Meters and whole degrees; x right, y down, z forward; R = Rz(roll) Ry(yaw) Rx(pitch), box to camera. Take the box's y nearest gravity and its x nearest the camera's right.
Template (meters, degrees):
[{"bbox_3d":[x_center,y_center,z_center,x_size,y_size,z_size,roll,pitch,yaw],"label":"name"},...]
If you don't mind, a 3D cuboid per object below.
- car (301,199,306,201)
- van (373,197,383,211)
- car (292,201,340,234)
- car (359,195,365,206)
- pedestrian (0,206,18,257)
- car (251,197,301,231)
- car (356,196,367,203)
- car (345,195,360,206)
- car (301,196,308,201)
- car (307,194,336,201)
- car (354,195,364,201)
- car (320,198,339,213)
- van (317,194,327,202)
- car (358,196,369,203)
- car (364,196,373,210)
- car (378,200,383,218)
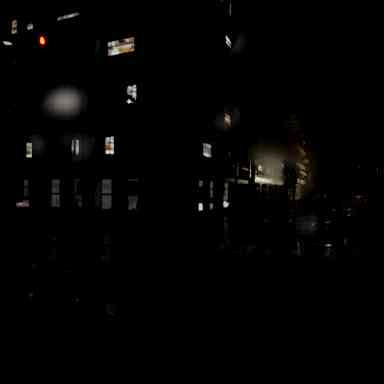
[{"bbox_3d":[7.380,1.499,25.621,1.887,1.381,4.507,1,0,24],"label":"car"},{"bbox_3d":[19.115,1.372,32.530,1.690,1.788,3.998,1,0,24],"label":"van"},{"bbox_3d":[7.341,1.489,19.400,1.837,1.490,4.892,1,0,26],"label":"car"},{"bbox_3d":[28.194,1.566,52.798,2.008,1.369,4.403,1,0,24],"label":"car"},{"bbox_3d":[-6.436,1.323,11.577,0.375,1.860,0.375,1,1,25],"label":"pedestrian"},{"bbox_3d":[5.112,1.272,20.553,2.192,1.841,5.009,1,0,24],"label":"car"},{"bbox_3d":[37.277,1.537,73.064,1.887,1.381,4.507,1,0,24],"label":"car"},{"bbox_3d":[26.237,1.465,54.705,1.882,1.535,5.008,1,0,24],"label":"car"},{"bbox_3d":[11.921,1.492,35.754,1.887,1.381,4.507,1,0,24],"label":"car"},{"bbox_3d":[11.505,1.330,28.737,2.097,1.767,4.553,1,0,24],"label":"car"},{"bbox_3d":[41.818,1.530,83.197,2.008,1.369,4.403,1,0,24],"label":"car"},{"bbox_3d":[15.767,1.498,38.069,1.812,1.442,4.674,1,0,24],"label":"car"},{"bbox_3d":[27.818,1.256,71.218,1.690,1.788,3.998,1,0,24],"label":"van"},{"bbox_3d":[35.006,1.543,67.997,1.887,1.381,4.507,1,0,24],"label":"car"},{"bbox_3d":[23.654,1.464,42.664,1.967,1.590,4.097,1,0,24],"label":"car"},{"bbox_3d":[16.841,1.617,27.465,1.802,1.307,4.206,1,0,24],"label":"car"}]
